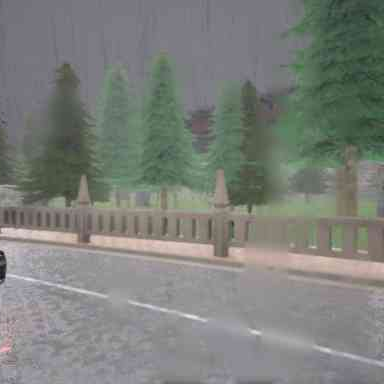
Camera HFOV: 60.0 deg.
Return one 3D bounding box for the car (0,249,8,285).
[{"bbox_3d":[-6.276,1.522,7.661,4.892,1.490,1.837,0,0,31],"label":"car"}]
